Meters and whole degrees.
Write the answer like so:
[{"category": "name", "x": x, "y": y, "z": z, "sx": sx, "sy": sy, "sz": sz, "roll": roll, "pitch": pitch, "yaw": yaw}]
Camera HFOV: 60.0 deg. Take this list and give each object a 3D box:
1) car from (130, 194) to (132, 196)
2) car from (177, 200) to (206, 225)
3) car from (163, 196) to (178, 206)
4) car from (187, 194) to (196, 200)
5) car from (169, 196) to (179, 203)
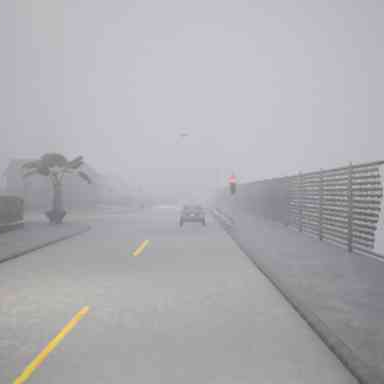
[{"category": "car", "x": -17.341, "y": 1.302, "z": 86.639, "sx": 3.633, "sy": 1.501, "sz": 1.845, "roll": 0, "pitch": 0, "yaw": 0}, {"category": "car", "x": 0.052, "y": 1.595, "z": 24.444, "sx": 2.033, "sy": 1.411, "sz": 5.357, "roll": 0, "pitch": 0, "yaw": 0}, {"category": "car", "x": -4.085, "y": 1.606, "z": 58.899, "sx": 2.128, "sy": 1.511, "sz": 4.902, "roll": 0, "pitch": 0, "yaw": 0}, {"category": "car", "x": -0.055, "y": 1.680, "z": 76.192, "sx": 2.033, "sy": 1.411, "sz": 5.357, "roll": 0, "pitch": 0, "yaw": 0}, {"category": "car", "x": -4.054, "y": 1.622, "z": 74.357, "sx": 1.882, "sy": 1.535, "sz": 5.008, "roll": 0, "pitch": 0, "yaw": 0}]
